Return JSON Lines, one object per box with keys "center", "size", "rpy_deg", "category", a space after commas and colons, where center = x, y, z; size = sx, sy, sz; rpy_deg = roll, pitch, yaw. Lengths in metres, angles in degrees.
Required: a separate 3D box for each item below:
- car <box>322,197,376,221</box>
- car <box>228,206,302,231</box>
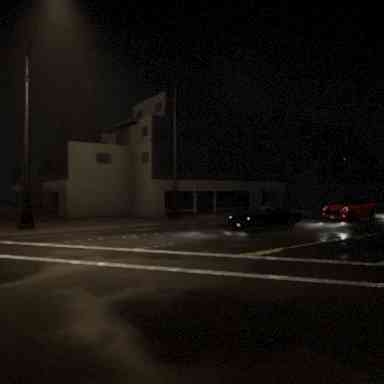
{"center": [11.982, 1.198, 25.391], "size": [4.553, 1.767, 2.097], "rpy_deg": [-1, 1, -35], "category": "car"}
{"center": [4.426, 1.533, 20.033], "size": [4.718, 1.301, 1.895], "rpy_deg": [0, 0, -35], "category": "car"}
